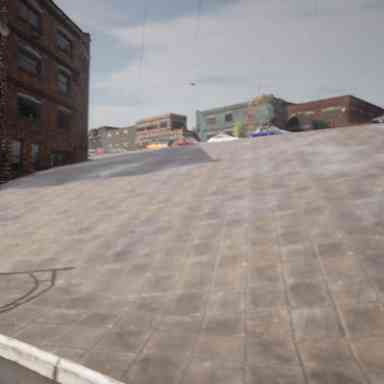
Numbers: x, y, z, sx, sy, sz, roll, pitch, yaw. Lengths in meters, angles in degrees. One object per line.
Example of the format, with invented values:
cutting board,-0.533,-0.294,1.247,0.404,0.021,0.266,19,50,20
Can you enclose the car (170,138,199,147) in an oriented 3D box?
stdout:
car,-0.342,-5.383,37.817,2.185,1.767,4.553,0,2,-40

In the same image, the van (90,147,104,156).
van,-14.476,-6.233,54.570,1.878,1.987,4.442,0,2,-40

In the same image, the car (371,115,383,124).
car,13.902,-4.457,20.930,2.231,1.521,4.892,0,2,-40

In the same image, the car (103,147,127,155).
car,-11.004,-5.828,50.452,2.231,1.521,4.892,0,2,-40

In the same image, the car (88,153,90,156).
car,-18.119,-6.147,58.887,2.002,1.452,4.674,0,2,-40

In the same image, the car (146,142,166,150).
car,-3.900,-5.577,42.034,2.185,1.767,4.553,0,2,-40

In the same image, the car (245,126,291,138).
car,6.855,-4.981,29.285,2.185,1.767,4.553,0,2,-40

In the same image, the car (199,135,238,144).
car,3.311,-5.013,33.485,2.002,1.452,4.674,0,2,-40
